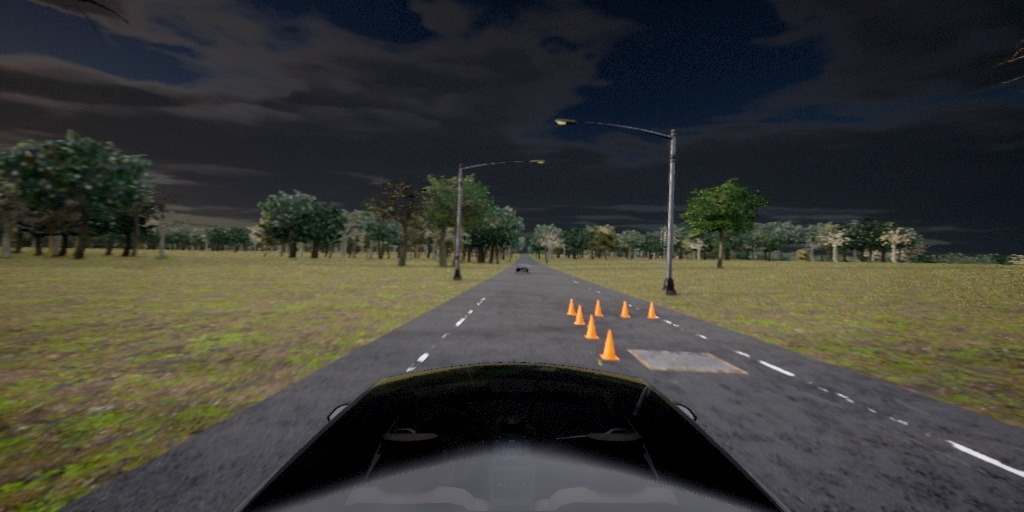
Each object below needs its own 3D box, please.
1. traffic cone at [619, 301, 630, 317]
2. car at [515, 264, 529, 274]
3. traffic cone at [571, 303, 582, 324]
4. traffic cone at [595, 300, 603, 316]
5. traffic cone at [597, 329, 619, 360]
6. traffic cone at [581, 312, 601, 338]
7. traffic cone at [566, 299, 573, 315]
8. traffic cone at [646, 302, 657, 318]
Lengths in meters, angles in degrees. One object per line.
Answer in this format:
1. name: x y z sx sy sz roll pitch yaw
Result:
1. traffic cone: 4.232 1.976 13.476 0.340 0.580 0.340 0 0 2
2. car: 1.473 1.804 51.060 1.895 1.301 4.718 2 0 2
3. traffic cone: 2.169 1.885 11.543 0.340 0.580 0.340 0 0 2
4. traffic cone: 3.233 1.941 13.509 0.340 0.580 0.340 0 0 2
5. traffic cone: 2.039 1.840 7.546 0.340 0.580 0.340 0 0 2
6. traffic cone: 2.104 1.863 9.545 0.340 0.580 0.340 0 0 2
7. traffic cone: 2.234 1.906 13.542 0.340 0.580 0.340 0 0 2
8. traffic cone: 5.231 2.010 13.443 0.340 0.580 0.340 0 0 2
